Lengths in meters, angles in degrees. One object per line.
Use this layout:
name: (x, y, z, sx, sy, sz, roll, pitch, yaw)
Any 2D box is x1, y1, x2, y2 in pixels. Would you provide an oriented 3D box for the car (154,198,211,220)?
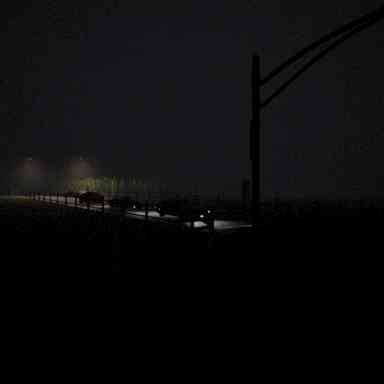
car: (-0.854, 1.180, 24.355, 2.033, 1.411, 5.357, 0, 1, -35)

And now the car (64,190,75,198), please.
car: (-22.508, 0.356, 62.019, 1.882, 1.535, 5.008, 0, 1, -35)

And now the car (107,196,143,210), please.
car: (-6.586, 1.052, 32.610, 1.895, 1.301, 4.718, 0, 1, -35)

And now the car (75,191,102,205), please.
car: (-12.444, 0.744, 41.067, 1.882, 1.535, 5.008, 0, 1, -35)
